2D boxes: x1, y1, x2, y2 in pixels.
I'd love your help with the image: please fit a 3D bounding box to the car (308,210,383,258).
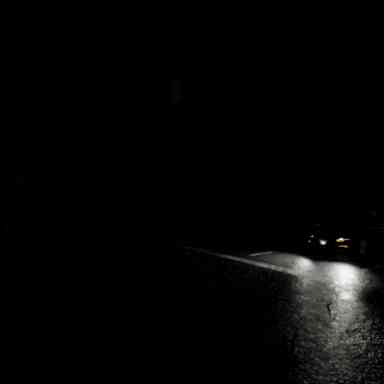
[{"bbox_3d":[6.511,1.502,12.913,4.892,1.490,1.837,0,0,-35],"label":"car"}]
